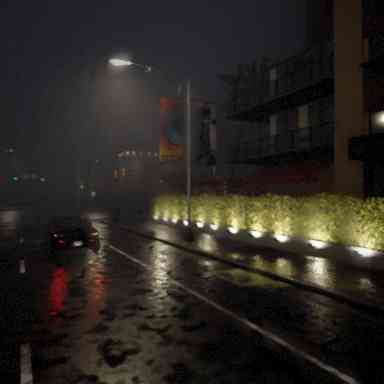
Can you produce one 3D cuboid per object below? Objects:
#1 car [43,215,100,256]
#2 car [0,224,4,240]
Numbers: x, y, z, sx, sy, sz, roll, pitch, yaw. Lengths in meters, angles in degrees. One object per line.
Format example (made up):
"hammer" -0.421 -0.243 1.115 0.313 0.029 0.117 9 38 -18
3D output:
"car" -5.098 1.673 13.895 1.812 1.442 4.674 0 0 -27
"car" -8.028 1.631 11.931 1.837 1.490 4.892 0 0 -27
